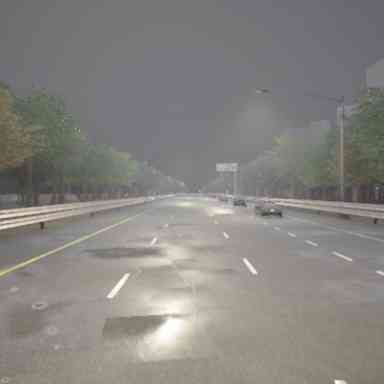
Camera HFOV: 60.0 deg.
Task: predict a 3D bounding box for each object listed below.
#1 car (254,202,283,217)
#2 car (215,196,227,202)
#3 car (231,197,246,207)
[{"bbox_3d":[7.039,1.582,31.072,1.994,1.385,4.181,0,0,0],"label":"car"},{"bbox_3d":[7.306,1.606,78.994,1.994,1.385,4.181,0,0,0],"label":"car"},{"bbox_3d":[7.120,1.539,51.137,1.837,1.490,4.892,0,0,0],"label":"car"}]
